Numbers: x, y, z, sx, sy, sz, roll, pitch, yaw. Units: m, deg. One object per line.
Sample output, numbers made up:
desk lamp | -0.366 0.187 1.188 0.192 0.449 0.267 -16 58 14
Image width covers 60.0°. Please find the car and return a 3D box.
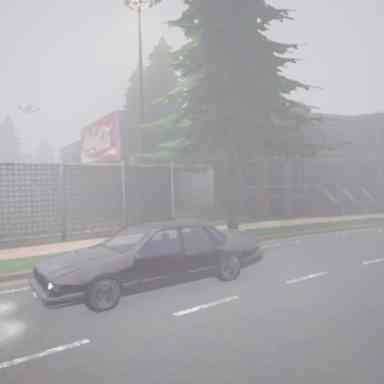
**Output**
car | -0.724 1.428 7.664 5.357 1.411 2.033 -2 1 -34
